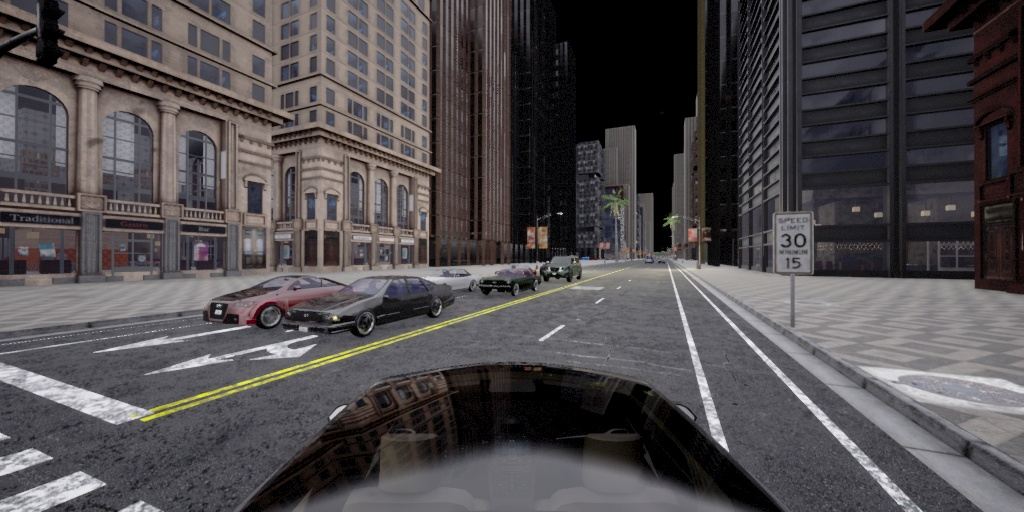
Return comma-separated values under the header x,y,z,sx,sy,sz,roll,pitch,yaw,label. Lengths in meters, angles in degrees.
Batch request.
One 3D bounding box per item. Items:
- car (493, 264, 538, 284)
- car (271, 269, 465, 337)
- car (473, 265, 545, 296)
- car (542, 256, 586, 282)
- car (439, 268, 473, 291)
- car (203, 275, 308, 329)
x,y,z,sx,sy,sz,roll,pitch,yaw,label
0.359,1.364,28.577,1.895,1.301,4.718,0,0,23,car
-3.771,1.299,10.725,2.033,1.411,5.357,0,0,23,car
0.013,1.357,19.536,1.895,1.301,4.718,0,0,23,car
4.237,0.986,29.363,2.150,2.045,5.566,0,0,23,car
-3.574,1.357,19.425,1.895,1.301,4.718,0,0,23,car
-7.026,1.316,11.372,1.994,1.385,4.181,0,0,23,car
